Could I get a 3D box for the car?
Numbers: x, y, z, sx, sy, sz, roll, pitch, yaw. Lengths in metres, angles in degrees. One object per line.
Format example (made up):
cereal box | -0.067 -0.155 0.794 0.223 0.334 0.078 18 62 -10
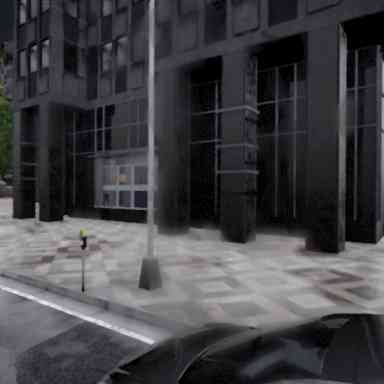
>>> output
car | 1.157 1.565 2.137 4.313 1.339 1.947 1 0 36
